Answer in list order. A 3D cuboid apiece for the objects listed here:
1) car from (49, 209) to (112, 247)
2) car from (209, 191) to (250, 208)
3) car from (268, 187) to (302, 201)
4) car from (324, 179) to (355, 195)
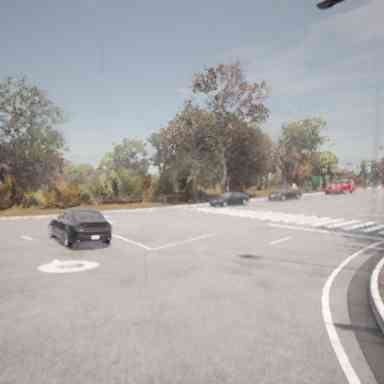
[{"bbox_3d":[-5.269,1.532,15.454,1.837,1.490,4.892,1,1,-34],"label":"car"},{"bbox_3d":[3.820,0.682,33.410,4.674,1.442,1.812,-3,4,-39],"label":"car"},{"bbox_3d":[10.967,0.205,39.188,4.902,1.511,2.128,-4,4,-39],"label":"car"},{"bbox_3d":[21.004,-0.725,47.251,5.566,2.045,2.150,-4,4,-39],"label":"car"}]
